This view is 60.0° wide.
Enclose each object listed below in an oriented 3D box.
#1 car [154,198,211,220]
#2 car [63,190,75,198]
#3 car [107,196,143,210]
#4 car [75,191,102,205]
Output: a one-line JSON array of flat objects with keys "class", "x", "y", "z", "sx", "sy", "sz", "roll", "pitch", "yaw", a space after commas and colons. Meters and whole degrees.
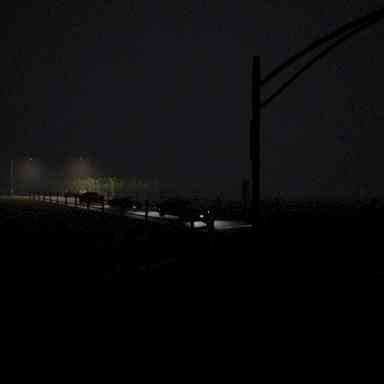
[{"class": "car", "x": -0.855, "y": 1.180, "z": 24.361, "sx": 2.033, "sy": 1.411, "sz": 5.357, "roll": 0, "pitch": 1, "yaw": -35}, {"class": "car", "x": -22.525, "y": 0.355, "z": 62.016, "sx": 1.882, "sy": 1.535, "sz": 5.008, "roll": 0, "pitch": 1, "yaw": -35}, {"class": "car", "x": -6.591, "y": 1.051, "z": 32.613, "sx": 1.895, "sy": 1.301, "sz": 4.718, "roll": 0, "pitch": 1, "yaw": -35}, {"class": "car", "x": -12.453, "y": 0.743, "z": 41.068, "sx": 1.882, "sy": 1.535, "sz": 5.008, "roll": 0, "pitch": 1, "yaw": -35}]
